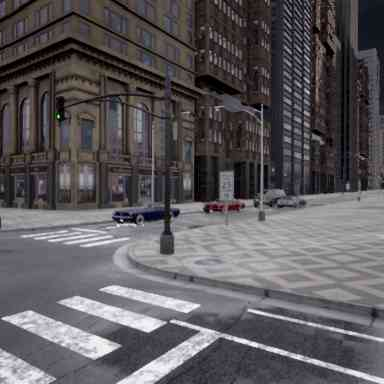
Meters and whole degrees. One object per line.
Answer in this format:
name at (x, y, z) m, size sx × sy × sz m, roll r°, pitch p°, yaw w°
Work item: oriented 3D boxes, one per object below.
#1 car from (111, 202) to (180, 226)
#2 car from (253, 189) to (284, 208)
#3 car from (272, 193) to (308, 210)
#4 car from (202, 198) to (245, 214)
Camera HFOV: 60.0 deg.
car at (-2.908, 1.350, 21.583) m, size 1.895 × 1.301 × 4.718 m, roll 0°, pitch 1°, yaw 36°
car at (9.035, 0.696, 38.323) m, size 2.150 × 2.045 × 5.566 m, roll 0°, pitch 1°, yaw 36°
car at (10.668, 1.058, 35.118) m, size 2.033 × 1.411 × 5.357 m, roll 0°, pitch 1°, yaw 35°
car at (2.895, 1.216, 29.716) m, size 1.895 × 1.301 × 4.718 m, roll 0°, pitch 1°, yaw 35°
